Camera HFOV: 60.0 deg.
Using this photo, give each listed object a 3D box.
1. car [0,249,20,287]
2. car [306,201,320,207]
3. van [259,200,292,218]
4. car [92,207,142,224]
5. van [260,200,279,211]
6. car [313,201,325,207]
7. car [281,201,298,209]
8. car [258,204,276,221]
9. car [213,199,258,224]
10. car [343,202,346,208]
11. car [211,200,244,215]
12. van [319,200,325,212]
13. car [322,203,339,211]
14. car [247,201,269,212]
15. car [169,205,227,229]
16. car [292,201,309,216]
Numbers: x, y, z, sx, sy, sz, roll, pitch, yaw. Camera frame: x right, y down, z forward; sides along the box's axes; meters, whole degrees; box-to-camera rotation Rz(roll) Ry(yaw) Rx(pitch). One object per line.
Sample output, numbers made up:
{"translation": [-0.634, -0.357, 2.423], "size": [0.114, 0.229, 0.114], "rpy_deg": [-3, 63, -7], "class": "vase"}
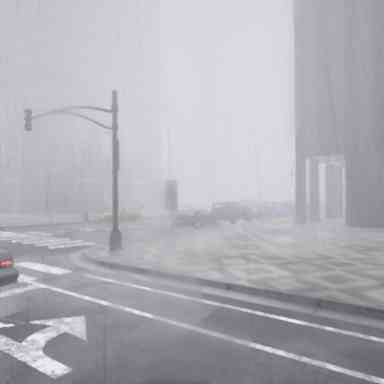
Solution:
{"translation": [-6.340, 1.615, 8.157], "size": [5.357, 1.411, 2.033], "rpy_deg": [0, 0, 36], "class": "car"}
{"translation": [28.671, 2.817, 78.678], "size": [1.887, 1.381, 4.507], "rpy_deg": [-2, -2, 36], "class": "car"}
{"translation": [9.364, 1.933, 37.111], "size": [1.690, 1.788, 3.998], "rpy_deg": [-2, -2, 36], "class": "van"}
{"translation": [-6.565, 1.995, 29.555], "size": [1.752, 1.417, 4.829], "rpy_deg": [-2, -2, 36], "class": "car"}
{"translation": [13.466, 2.274, 57.488], "size": [1.690, 1.788, 3.998], "rpy_deg": [-2, -2, 36], "class": "van"}
{"translation": [31.806, 2.921, 83.046], "size": [1.802, 1.307, 4.206], "rpy_deg": [-2, -2, 36], "class": "car"}
{"translation": [19.266, 2.504, 65.571], "size": [1.967, 1.590, 4.097], "rpy_deg": [-2, -2, 36], "class": "car"}
{"translation": [6.397, 2.105, 32.974], "size": [1.802, 1.307, 4.206], "rpy_deg": [-2, -2, 36], "class": "car"}
{"translation": [3.424, 1.769, 28.851], "size": [2.192, 1.841, 5.009], "rpy_deg": [-2, -2, 36], "class": "car"}
{"translation": [32.974, 2.694, 70.050], "size": [1.947, 1.339, 4.313], "rpy_deg": [-2, -2, 36], "class": "car"}
{"translation": [4.922, 2.052, 45.579], "size": [2.192, 1.841, 5.009], "rpy_deg": [-2, -2, 36], "class": "car"}
{"translation": [18.274, 2.137, 49.501], "size": [1.690, 1.788, 3.998], "rpy_deg": [-2, -2, 36], "class": "van"}
{"translation": [23.878, 2.506, 57.368], "size": [1.802, 1.307, 4.206], "rpy_deg": [-2, -2, 36], "class": "car"}
{"translation": [10.619, 2.308, 53.515], "size": [1.967, 1.590, 4.097], "rpy_deg": [-2, -2, 36], "class": "car"}
{"translation": [0.457, 1.929, 24.714], "size": [1.887, 1.381, 4.507], "rpy_deg": [-2, -2, 36], "class": "car"}
{"translation": [12.334, 1.975, 41.241], "size": [2.192, 1.841, 5.009], "rpy_deg": [-2, -2, 36], "class": "car"}
